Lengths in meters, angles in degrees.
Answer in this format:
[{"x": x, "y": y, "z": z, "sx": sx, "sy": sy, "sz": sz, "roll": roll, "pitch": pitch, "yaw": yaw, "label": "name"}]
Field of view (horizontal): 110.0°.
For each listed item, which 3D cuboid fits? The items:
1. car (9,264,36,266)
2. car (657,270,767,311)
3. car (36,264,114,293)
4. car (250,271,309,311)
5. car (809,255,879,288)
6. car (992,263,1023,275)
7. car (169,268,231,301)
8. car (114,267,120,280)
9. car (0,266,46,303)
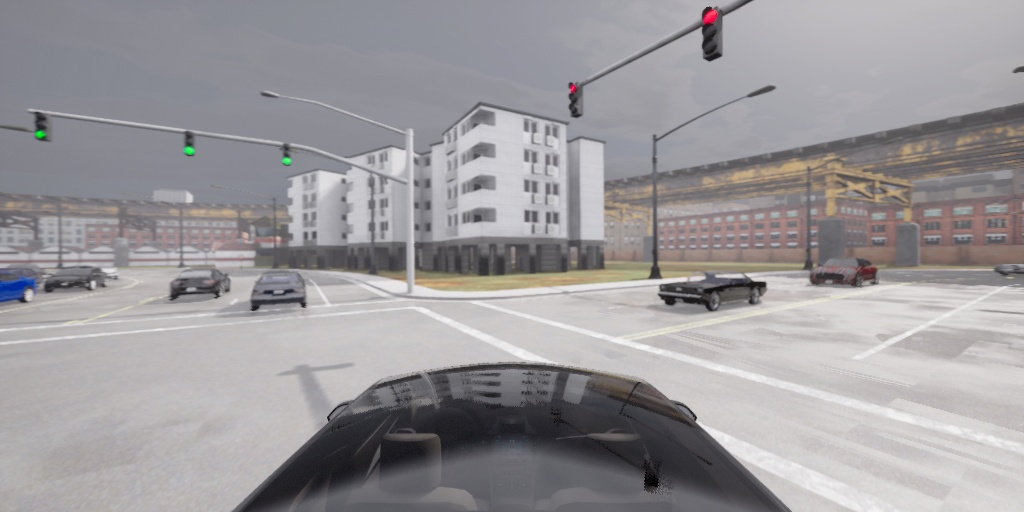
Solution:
[{"x": -31.442, "y": 1.451, "z": 22.424, "sx": 2.033, "sy": 1.411, "sz": 5.357, "roll": -1, "pitch": 0, "yaw": -41, "label": "car"}, {"x": 7.792, "y": 1.243, "z": 13.890, "sx": 4.718, "sy": 1.301, "sz": 1.895, "roll": -1, "pitch": 0, "yaw": -32, "label": "car"}, {"x": -27.057, "y": 1.373, "z": 22.407, "sx": 1.837, "sy": 1.490, "sz": 4.892, "roll": -1, "pitch": 0, "yaw": -38, "label": "car"}, {"x": -9.560, "y": 1.322, "z": 14.864, "sx": 2.033, "sy": 1.411, "sz": 5.357, "roll": -1, "pitch": 0, "yaw": -31, "label": "car"}, {"x": 19.739, "y": 0.852, "z": 21.318, "sx": 4.553, "sy": 1.767, "sz": 2.097, "roll": -1, "pitch": 0, "yaw": -31, "label": "car"}, {"x": 40.417, "y": 0.898, "z": 27.416, "sx": 4.718, "sy": 1.301, "sz": 1.895, "roll": 0, "pitch": 0, "yaw": 8, "label": "car"}, {"x": -15.558, "y": 1.329, "z": 18.045, "sx": 1.812, "sy": 1.442, "sz": 4.674, "roll": -1, "pitch": 0, "yaw": -31, "label": "car"}, {"x": -36.472, "y": 1.412, "z": 31.723, "sx": 4.674, "sy": 1.442, "sz": 1.812, "roll": 0, "pitch": 0, "yaw": 36, "label": "car"}, {"x": -21.867, "y": 1.353, "z": 14.498, "sx": 1.882, "sy": 1.535, "sz": 5.008, "roll": -1, "pitch": 0, "yaw": -32, "label": "car"}]
